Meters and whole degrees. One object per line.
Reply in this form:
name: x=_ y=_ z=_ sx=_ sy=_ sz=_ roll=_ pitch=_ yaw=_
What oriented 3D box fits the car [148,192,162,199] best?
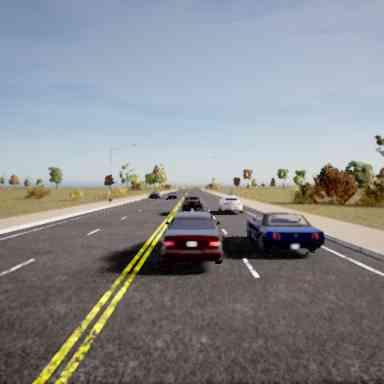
car: x=-6.555 y=0.604 z=59.263 sx=1.994 sy=1.385 sz=4.181 roll=0 pitch=1 yaw=1

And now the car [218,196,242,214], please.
car: x=3.299 y=1.056 z=29.046 sx=1.812 sy=1.442 sz=4.674 roll=0 pitch=1 yaw=0

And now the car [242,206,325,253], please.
car: x=3.289 y=1.396 z=12.728 sx=1.895 sy=1.301 sz=4.718 roll=0 pitch=1 yaw=1

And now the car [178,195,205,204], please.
car: x=0.043 y=1.048 z=28.348 sx=1.837 sy=1.490 sz=4.892 roll=0 pitch=1 yaw=1

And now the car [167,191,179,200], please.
car: x=-3.297 y=0.588 z=59.234 sx=2.033 sy=1.411 sz=5.357 roll=0 pitch=1 yaw=1

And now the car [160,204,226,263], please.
car: x=0.021 y=1.368 z=11.194 sx=2.033 sy=1.411 sz=5.357 roll=0 pitch=1 yaw=1
